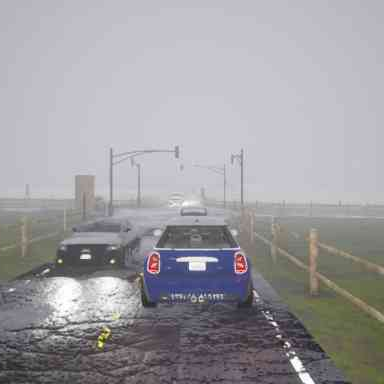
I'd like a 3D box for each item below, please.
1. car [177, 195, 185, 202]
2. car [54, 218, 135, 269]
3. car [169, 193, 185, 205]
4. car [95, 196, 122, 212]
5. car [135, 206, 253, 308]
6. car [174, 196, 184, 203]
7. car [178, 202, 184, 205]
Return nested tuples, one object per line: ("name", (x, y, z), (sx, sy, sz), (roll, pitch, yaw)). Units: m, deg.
("car", (-2.701, 1.549, 80.270), (1.812, 1.442, 4.674), (0, 0, 0))
("car", (-2.870, 1.565, 10.978), (1.994, 1.385, 4.181), (0, 0, 0))
("car", (-2.839, 1.237, 59.906), (2.150, 2.045, 5.566), (0, 0, 0))
("car", (-9.571, 1.193, 34.833), (4.553, 1.767, 2.097), (1, 0, 20))
("car", (0.096, 1.353, 8.096), (2.097, 1.767, 4.553), (0, 0, 0))
("car", (-2.735, 1.615, 69.928), (1.895, 1.301, 4.718), (0, 0, 0))
("car", (0.091, 1.507, 17.262), (1.837, 1.490, 4.892), (0, 0, 0))
